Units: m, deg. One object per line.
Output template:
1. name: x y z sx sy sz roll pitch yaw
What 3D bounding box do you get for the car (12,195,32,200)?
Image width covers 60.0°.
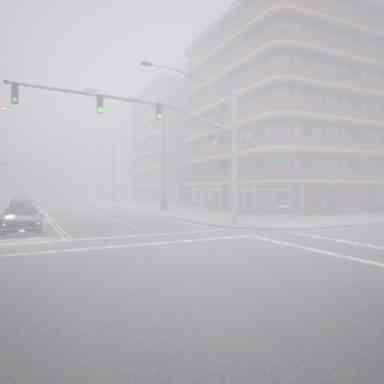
1. car: -13.549 1.238 26.408 1.837 1.490 4.892 -1 1 -27

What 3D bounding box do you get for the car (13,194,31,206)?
1. car: -22.772 1.042 44.615 2.128 1.511 4.902 -1 1 -26

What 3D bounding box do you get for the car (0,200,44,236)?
1. car: -9.034 1.368 17.626 2.033 1.411 5.357 -1 1 -28
